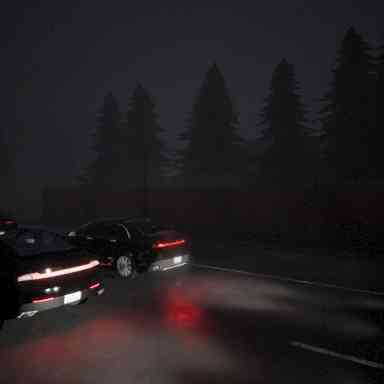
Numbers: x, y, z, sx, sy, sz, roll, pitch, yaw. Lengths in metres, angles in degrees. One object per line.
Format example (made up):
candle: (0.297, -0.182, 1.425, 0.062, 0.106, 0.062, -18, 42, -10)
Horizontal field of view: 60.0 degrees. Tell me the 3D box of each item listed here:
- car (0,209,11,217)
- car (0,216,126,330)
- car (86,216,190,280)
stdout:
car: (-9.971, 1.505, 15.473, 4.892, 1.490, 1.837, 0, 0, 36)
car: (-3.899, 1.492, 6.799, 4.902, 1.511, 2.128, 0, 0, 36)
car: (-2.331, 1.505, 9.984, 4.892, 1.490, 1.837, 0, 0, 36)
